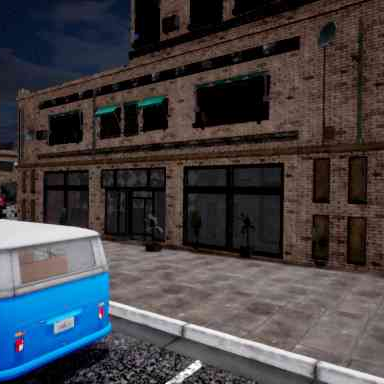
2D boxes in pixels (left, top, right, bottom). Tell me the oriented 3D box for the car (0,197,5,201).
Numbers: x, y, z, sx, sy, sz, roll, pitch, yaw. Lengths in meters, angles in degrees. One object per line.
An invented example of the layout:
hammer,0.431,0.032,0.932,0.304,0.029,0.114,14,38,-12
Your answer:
car,-22.898,1.411,36.248,2.192,1.841,5.009,0,0,36

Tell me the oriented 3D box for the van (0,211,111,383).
van,-3.021,1.340,5.016,3.998,1.788,1.690,0,1,36

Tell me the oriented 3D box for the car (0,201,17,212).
car,-16.147,1.793,31.289,1.947,1.339,4.313,0,0,36
